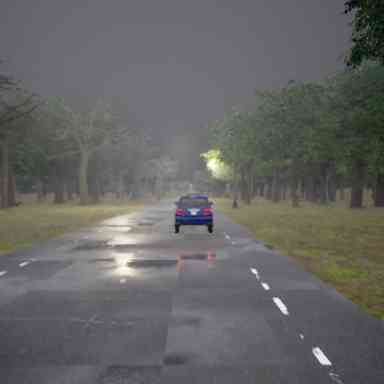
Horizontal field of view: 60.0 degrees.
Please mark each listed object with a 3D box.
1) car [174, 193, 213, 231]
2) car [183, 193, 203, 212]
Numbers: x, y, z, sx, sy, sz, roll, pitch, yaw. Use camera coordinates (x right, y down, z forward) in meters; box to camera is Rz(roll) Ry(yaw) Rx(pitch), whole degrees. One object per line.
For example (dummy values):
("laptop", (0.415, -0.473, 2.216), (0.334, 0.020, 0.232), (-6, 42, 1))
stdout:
("car", (0.104, 1.190, 20.236), (2.150, 2.045, 5.566), (0, 0, 0))
("car", (0.119, 1.150, 38.790), (2.150, 2.045, 5.566), (0, 0, 0))
